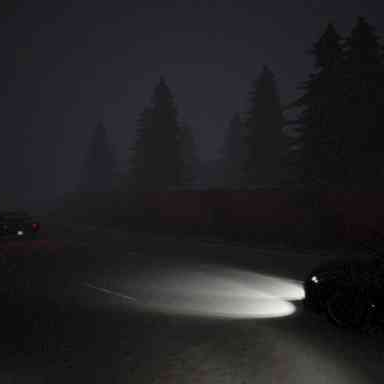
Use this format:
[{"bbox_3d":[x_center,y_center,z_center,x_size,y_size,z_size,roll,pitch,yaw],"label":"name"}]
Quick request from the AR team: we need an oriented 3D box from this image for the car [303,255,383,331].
[{"bbox_3d":[4.079,1.577,5.507,4.181,1.385,1.994,-1,0,36],"label":"car"}]

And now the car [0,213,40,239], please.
[{"bbox_3d":[-10.144,1.788,18.445,1.895,1.301,4.718,0,-1,-42],"label":"car"}]
